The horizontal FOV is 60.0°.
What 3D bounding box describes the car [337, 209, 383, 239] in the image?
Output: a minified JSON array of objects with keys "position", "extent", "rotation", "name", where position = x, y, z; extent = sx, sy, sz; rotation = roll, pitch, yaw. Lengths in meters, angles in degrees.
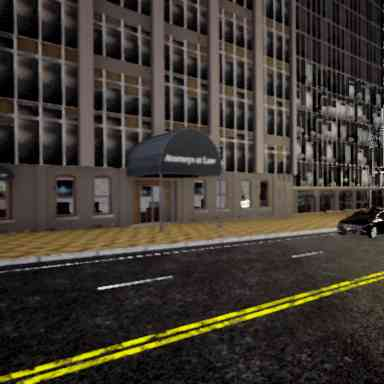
[{"position":[10.269,1.751,19.118],"extent":[4.892,1.490,1.837],"rotation":[1,-1,-36],"name":"car"}]
